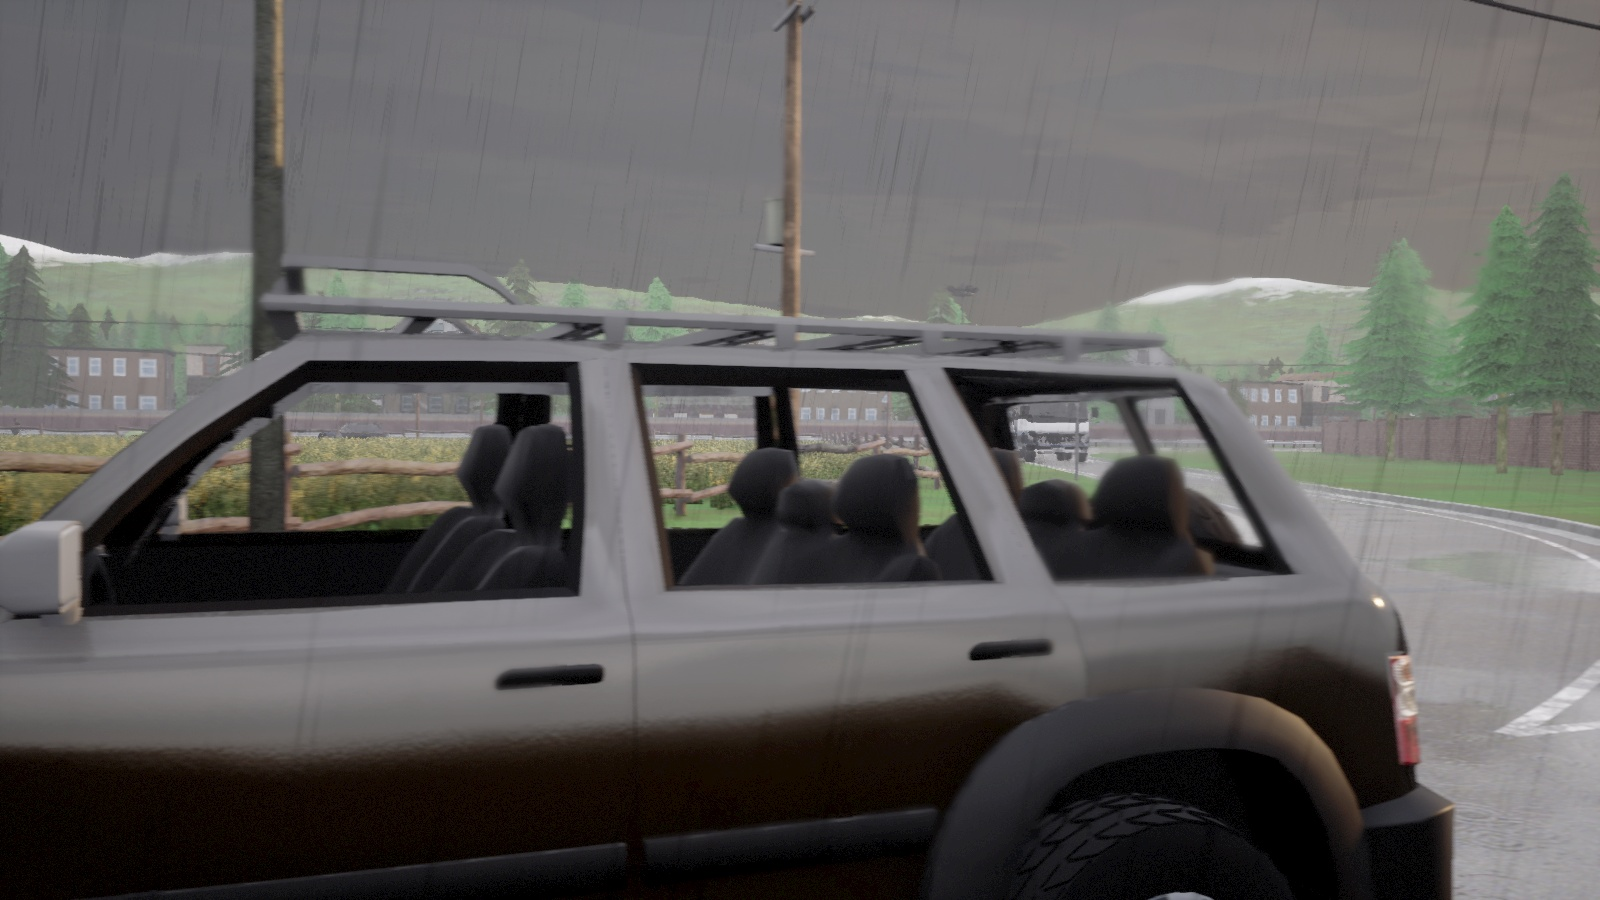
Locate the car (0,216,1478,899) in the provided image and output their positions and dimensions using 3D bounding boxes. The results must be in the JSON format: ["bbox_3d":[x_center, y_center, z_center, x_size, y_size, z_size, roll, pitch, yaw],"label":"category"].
[{"bbox_3d":[-0.999,0.579,2.858,4.605,1.855,1.932,-1,1,-21],"label":"car"}]

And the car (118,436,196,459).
[{"bbox_3d":[-43.995,-0.179,85.980,4.514,1.525,2.007,-1,1,-21],"label":"car"}]
